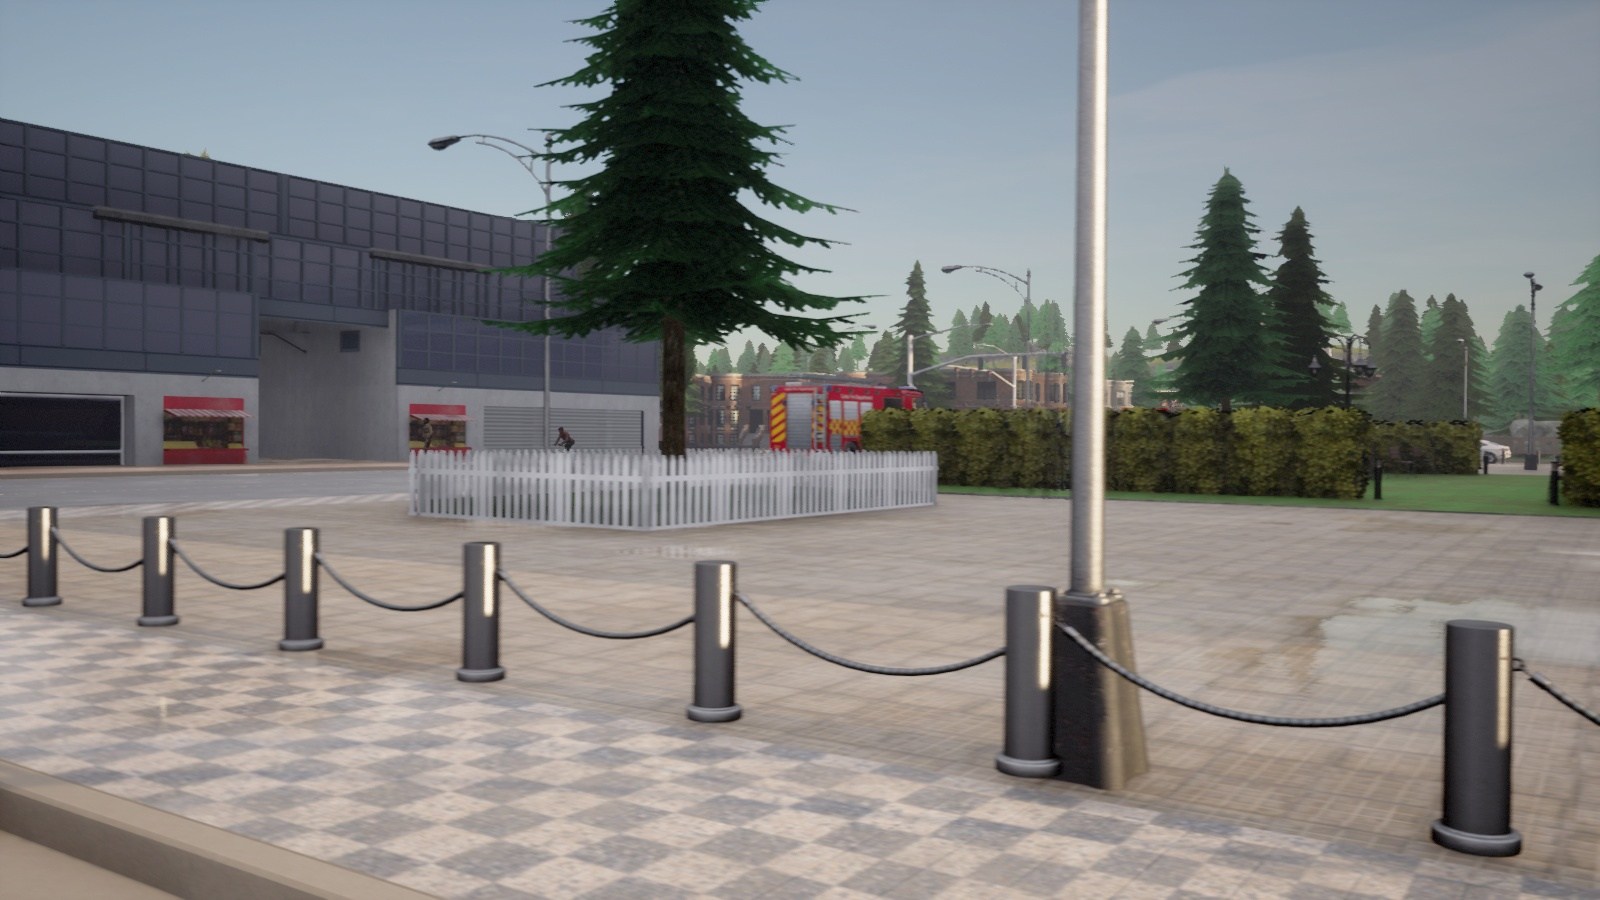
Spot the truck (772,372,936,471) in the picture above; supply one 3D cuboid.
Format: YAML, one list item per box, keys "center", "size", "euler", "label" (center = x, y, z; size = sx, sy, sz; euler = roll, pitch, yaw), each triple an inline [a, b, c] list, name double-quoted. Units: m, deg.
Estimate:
- center: [2.458, -1.178, 52.913]
  size: [2.891, 3.827, 8.468]
  euler: [0, 1, 34]
  label: "truck"

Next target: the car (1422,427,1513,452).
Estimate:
- center: [40.110, -0.636, 75.469]
  size: [4.674, 1.442, 1.812]
  euler: [0, 1, 34]
  label: "car"

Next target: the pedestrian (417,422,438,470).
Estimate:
- center: [-14.874, -0.160, 50.165]
  size: [0.692, 1.930, 0.396]
  euler: [-1, 1, -43]
  label: "pedestrian"
